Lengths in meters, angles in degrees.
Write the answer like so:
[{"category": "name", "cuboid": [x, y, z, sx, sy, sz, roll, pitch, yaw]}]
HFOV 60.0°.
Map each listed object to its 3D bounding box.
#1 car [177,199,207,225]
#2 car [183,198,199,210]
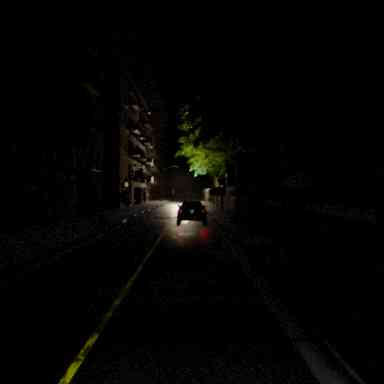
[{"category": "car", "cuboid": [-0.007, 1.362, 24.600, 2.097, 1.767, 4.553, 0, 0, 0]}, {"category": "car", "cuboid": [-0.088, 1.581, 43.495, 1.994, 1.385, 4.181, 0, 0, 0]}]
